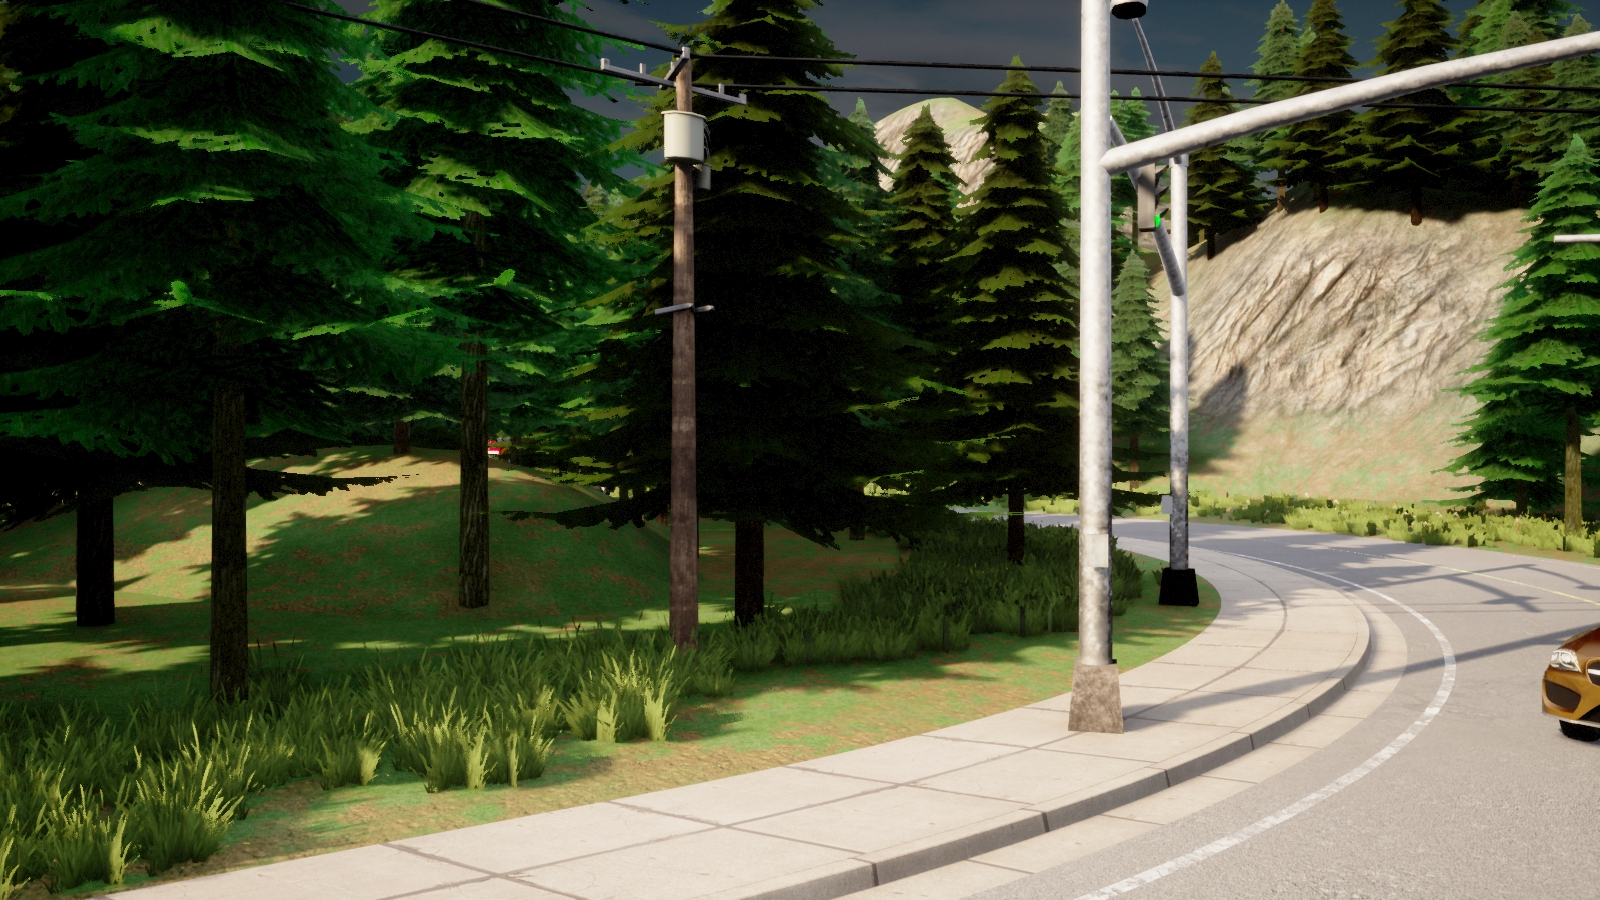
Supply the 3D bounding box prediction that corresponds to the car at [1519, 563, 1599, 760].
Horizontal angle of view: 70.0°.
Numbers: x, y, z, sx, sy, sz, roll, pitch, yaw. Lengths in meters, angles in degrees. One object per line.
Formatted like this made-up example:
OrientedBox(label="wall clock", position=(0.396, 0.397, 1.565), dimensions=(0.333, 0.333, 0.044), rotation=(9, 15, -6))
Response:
OrientedBox(label="car", position=(9.577, 1.970, 11.147), dimensions=(5.027, 1.651, 2.152), rotation=(0, 0, -29))
